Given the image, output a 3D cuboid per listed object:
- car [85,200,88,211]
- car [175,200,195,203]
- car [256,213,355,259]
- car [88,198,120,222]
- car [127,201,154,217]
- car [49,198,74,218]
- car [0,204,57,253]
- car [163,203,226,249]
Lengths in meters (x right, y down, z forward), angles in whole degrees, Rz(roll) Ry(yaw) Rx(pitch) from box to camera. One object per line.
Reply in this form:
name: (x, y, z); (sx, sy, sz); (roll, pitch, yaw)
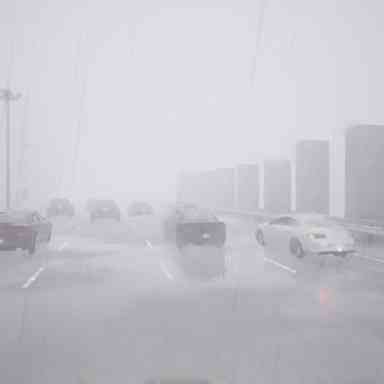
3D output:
car: (-11.895, 1.466, 40.445); (1.882, 1.535, 5.008); (0, 0, -22)
car: (-0.734, 1.494, 30.031); (1.837, 1.490, 4.892); (0, 0, -17)
car: (4.041, 1.520, 12.544); (1.812, 1.442, 4.674); (0, 0, -13)
car: (-6.961, 1.344, 26.420); (2.097, 1.767, 4.553); (0, 0, -17)
car: (-4.960, 1.553, 31.681); (1.994, 1.385, 4.181); (0, 0, -18)
car: (-11.762, 1.345, 29.941); (2.097, 1.767, 4.553); (0, 0, -18)
car: (-6.959, 1.474, 13.395); (1.882, 1.535, 5.008); (0, 0, -14)
car: (-0.056, 1.472, 14.641); (1.882, 1.535, 5.008); (0, 0, -14)
